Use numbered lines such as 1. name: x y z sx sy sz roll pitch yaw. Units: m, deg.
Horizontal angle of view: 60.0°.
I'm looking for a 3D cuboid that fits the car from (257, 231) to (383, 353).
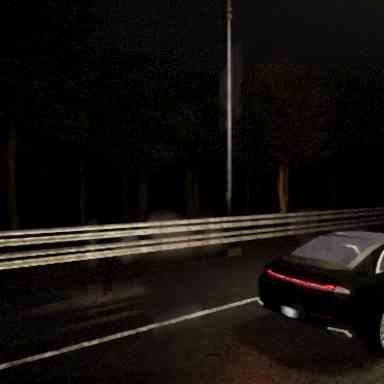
1. car: 3.355 1.483 6.143 4.902 1.511 2.128 0 0 -36
